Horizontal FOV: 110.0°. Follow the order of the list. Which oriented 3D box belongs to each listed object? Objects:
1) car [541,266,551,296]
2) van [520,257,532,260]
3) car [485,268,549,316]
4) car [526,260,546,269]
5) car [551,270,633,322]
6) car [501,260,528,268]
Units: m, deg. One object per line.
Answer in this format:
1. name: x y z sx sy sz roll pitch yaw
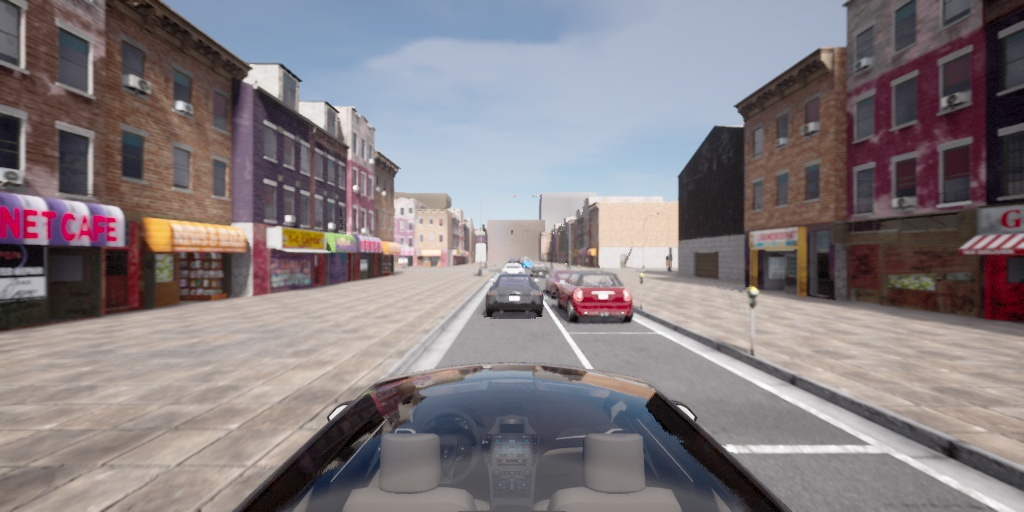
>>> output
1. car: 2.640 1.340 17.990 1.802 1.307 4.207 0 0 0
2. van: 2.644 1.201 62.029 1.690 1.789 3.998 0 0 0
3. car: 0.085 1.319 13.388 1.994 1.385 4.181 0 0 0
4. car: 2.642 1.338 35.027 2.007 1.370 4.403 0 0 0
5. car: 2.639 1.194 12.311 1.967 1.591 4.097 0 0 0
6. car: 0.090 1.298 28.005 1.812 1.442 4.674 0 0 0
